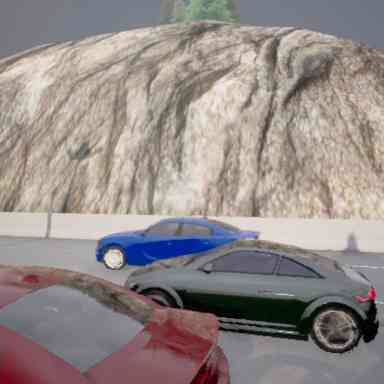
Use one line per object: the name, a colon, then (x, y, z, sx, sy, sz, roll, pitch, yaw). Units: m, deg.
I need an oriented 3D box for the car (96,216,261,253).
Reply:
car: (-0.410, 1.477, 9.846, 5.008, 1.535, 1.882, 0, 0, 15)

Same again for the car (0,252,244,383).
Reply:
car: (-2.172, 1.477, 3.071, 5.008, 1.535, 1.882, 0, 0, 15)

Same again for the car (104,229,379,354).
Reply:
car: (0.878, 1.564, 5.860, 4.181, 1.385, 1.994, 0, 0, 15)
